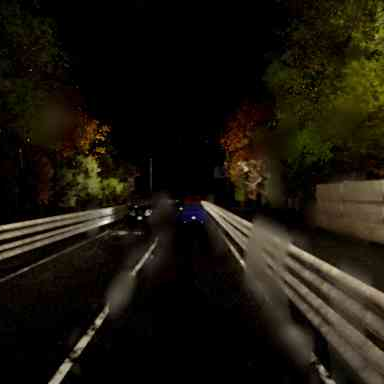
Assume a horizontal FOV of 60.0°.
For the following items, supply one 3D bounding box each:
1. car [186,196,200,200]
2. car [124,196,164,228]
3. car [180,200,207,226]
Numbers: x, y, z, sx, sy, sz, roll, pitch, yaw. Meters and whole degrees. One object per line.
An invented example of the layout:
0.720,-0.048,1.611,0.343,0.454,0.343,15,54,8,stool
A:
0.128,1.601,44.769,2.150,2.045,5.566,0,-1,0,car
-3.240,1.304,23.434,2.150,2.045,5.566,0,-1,0,car
0.113,1.584,24.554,1.882,1.535,5.008,0,-1,0,car
